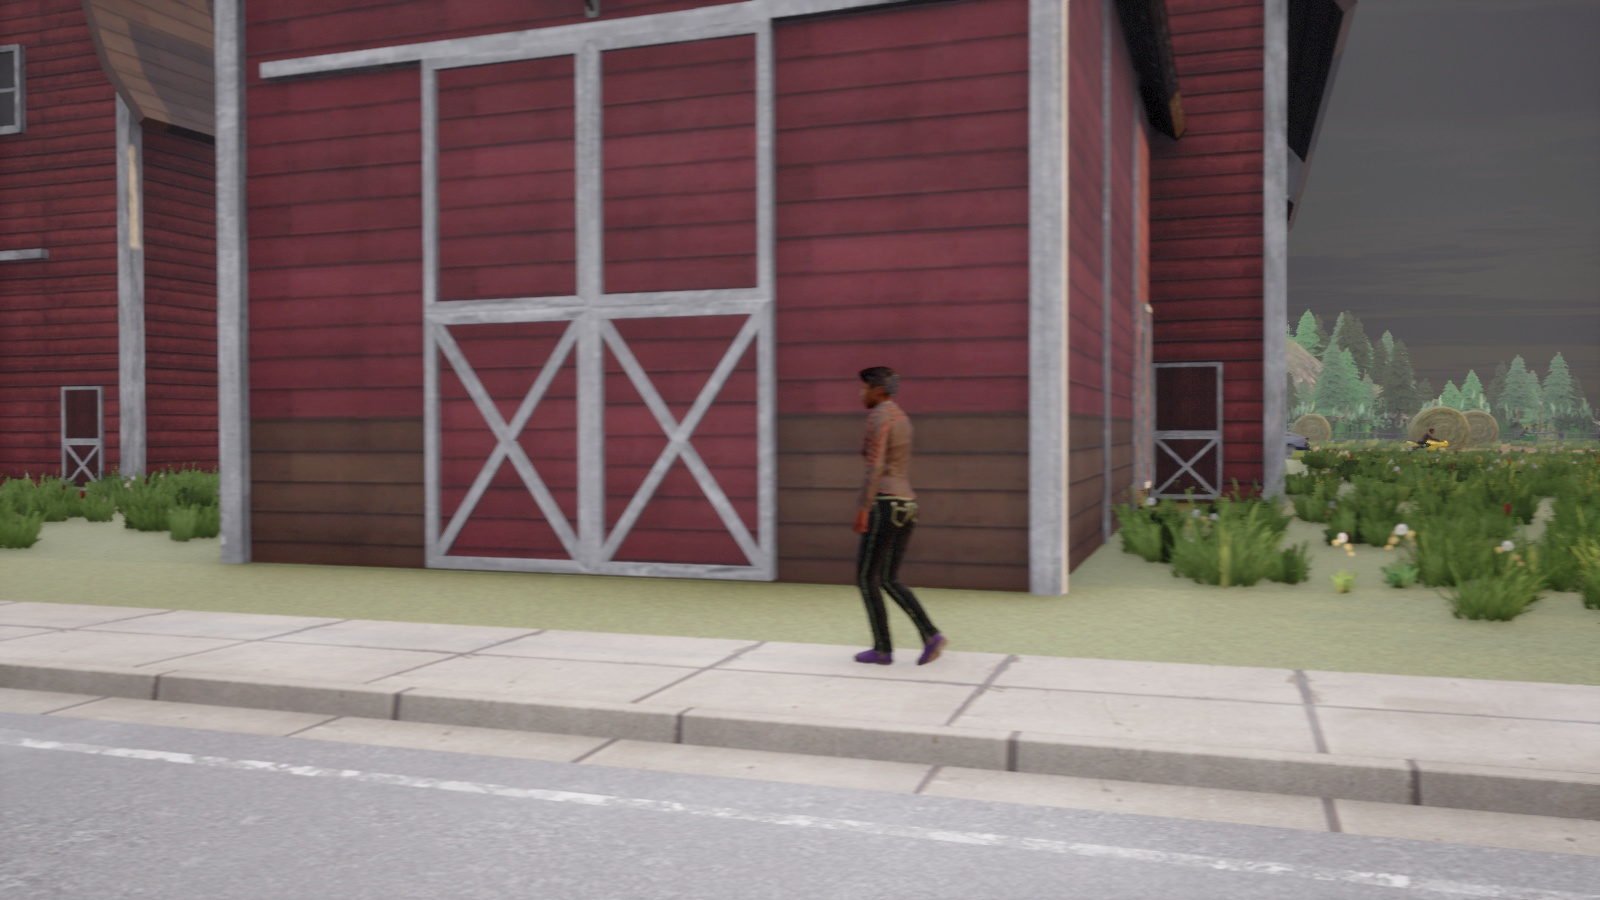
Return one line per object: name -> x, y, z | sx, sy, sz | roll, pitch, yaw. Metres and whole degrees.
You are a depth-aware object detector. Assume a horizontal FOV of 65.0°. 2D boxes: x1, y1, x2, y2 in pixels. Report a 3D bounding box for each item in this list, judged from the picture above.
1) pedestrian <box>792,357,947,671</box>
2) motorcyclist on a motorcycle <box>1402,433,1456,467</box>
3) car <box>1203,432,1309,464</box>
pedestrian -> 0.414, 0.362, 7.564 | 0.869, 1.805, 0.328 | 1, 1, 30
motorcyclist on a motorcycle -> 28.232, -0.015, 56.374 | 2.044, 1.523, 0.797 | 1, 1, 19
car -> 22.451, -0.115, 62.009 | 4.792, 1.488, 2.163 | 1, 1, 19
